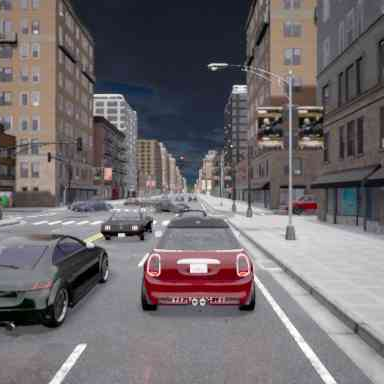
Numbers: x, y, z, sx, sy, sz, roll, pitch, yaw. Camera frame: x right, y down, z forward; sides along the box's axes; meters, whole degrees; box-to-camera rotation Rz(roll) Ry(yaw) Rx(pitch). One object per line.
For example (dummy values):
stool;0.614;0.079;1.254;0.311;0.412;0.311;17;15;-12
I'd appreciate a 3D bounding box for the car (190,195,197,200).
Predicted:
car;0.280;1.459;88.269;1.812;1.442;4.674;0;0;0

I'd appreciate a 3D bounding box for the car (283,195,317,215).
car;12.375;1.292;34.451;5.566;2.045;2.150;0;0;0

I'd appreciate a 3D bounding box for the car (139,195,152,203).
car;-9.536;1.409;68.328;2.097;1.767;4.553;0;0;0

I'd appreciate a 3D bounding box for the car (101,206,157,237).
car;-3.097;1.617;16.885;1.895;1.301;4.718;0;0;0

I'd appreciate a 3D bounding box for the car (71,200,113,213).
car;-11.146;1.597;37.697;2.033;1.411;5.357;0;0;24

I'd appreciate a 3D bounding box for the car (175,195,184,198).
car;-3.001;1.609;78.276;1.994;1.385;4.181;0;0;0

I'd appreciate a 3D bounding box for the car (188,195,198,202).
car;0.249;1.412;78.236;2.097;1.767;4.553;0;0;0

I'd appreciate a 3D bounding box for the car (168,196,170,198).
car;-6.251;1.558;78.358;1.837;1.490;4.892;0;0;0

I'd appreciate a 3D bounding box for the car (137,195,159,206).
car;-6.439;1.604;49.342;1.994;1.385;4.181;0;0;0

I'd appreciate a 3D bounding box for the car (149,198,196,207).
car;-2.077;1.599;34.789;4.181;1.385;1.994;0;0;42

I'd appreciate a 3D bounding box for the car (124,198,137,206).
car;-9.674;1.608;53.478;1.994;1.385;4.181;0;0;0

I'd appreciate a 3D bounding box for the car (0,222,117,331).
car;-3.128;1.571;7.016;1.994;1.385;4.181;0;0;0

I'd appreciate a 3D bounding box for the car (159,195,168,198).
car;-6.331;1.616;65.016;1.994;1.385;4.181;0;0;1

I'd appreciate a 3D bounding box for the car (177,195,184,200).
car;-2.970;1.459;88.279;1.812;1.442;4.674;0;0;0

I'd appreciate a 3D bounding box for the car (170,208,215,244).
car;0.063;1.580;16.646;1.994;1.385;4.181;0;0;1

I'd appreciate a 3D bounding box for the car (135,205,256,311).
car;0.125;1.360;7.944;2.097;1.767;4.553;0;0;0
